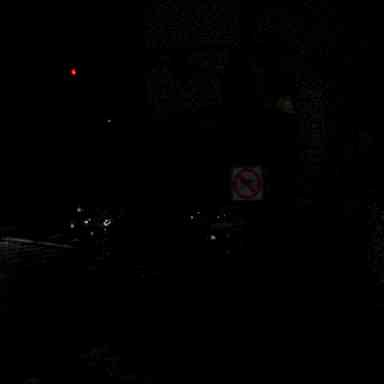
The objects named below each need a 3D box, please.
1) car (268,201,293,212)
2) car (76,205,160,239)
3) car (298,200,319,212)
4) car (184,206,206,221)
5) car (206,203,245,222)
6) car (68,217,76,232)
[{"bbox_3d":[12.666,2.035,47.275,2.033,1.411,5.357,-1,-1,37],"label":"car"},{"bbox_3d":[-3.944,1.602,19.210,2.097,1.767,4.553,-1,-1,36],"label":"car"},{"bbox_3d":[16.477,1.924,46.944,2.128,1.511,4.902,-1,-1,37],"label":"car"},{"bbox_3d":[1.290,1.990,31.876,1.895,1.301,4.718,-1,-1,36],"label":"car"},{"bbox_3d":[3.603,1.820,29.538,1.837,1.490,4.892,-1,0,36],"label":"car"},{"bbox_3d":[-5.858,1.815,22.153,2.128,1.511,4.902,-1,-1,35],"label":"car"}]
